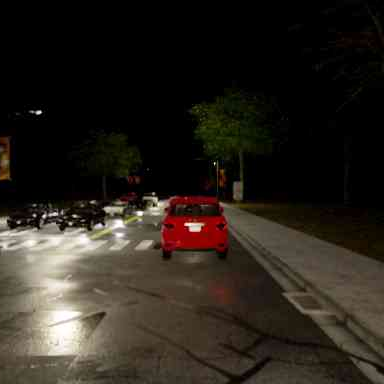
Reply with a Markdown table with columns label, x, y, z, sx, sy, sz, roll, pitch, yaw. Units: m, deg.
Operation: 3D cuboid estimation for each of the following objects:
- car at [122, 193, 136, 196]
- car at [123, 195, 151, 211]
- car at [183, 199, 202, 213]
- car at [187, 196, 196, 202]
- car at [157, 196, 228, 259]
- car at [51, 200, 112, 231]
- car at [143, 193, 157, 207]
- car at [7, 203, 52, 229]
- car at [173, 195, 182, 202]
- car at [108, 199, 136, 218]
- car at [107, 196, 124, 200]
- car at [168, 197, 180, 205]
| label | x | y | z | sx | sy | sz | roll | pitch | yaw |
| --- | --- | --- | --- | --- | --- | --- | --- | --- | --- |
| car | -9.768 | 1.186 | 51.253 | 2.150 | 2.045 | 5.566 | 0 | 0 | 0 |
| car | -6.552 | 1.471 | 40.109 | 1.837 | 1.490 | 4.892 | 0 | 0 | 0 |
| car | 0.087 | 1.514 | 38.035 | 2.033 | 1.411 | 5.357 | 0 | 0 | 0 |
| car | -0.026 | 1.516 | 75.507 | 1.994 | 1.385 | 4.181 | 0 | 0 | 0 |
| car | 0.093 | 1.207 | 12.669 | 2.150 | 2.045 | 5.566 | 0 | 0 | 0 |
| car | -6.603 | 1.483 | 20.524 | 1.837 | 1.490 | 4.892 | 0 | 0 | 0 |
| car | -6.538 | 1.187 | 50.784 | 2.150 | 2.045 | 5.566 | 0 | 0 | 0 |
| car | -9.854 | 1.482 | 21.306 | 1.837 | 1.490 | 4.892 | 0 | 0 | 0 |
| car | -3.277 | 1.516 | 76.896 | 1.994 | 1.385 | 4.181 | 0 | 0 | 0 |
| car | -6.600 | 1.572 | 29.781 | 1.895 | 1.301 | 4.718 | 0 | 0 | 0 |
| car | -9.788 | 1.514 | 40.907 | 2.033 | 1.411 | 5.357 | 0 | 0 | 0 |
| car | -3.215 | 1.565 | 59.454 | 1.895 | 1.301 | 4.718 | 0 | 0 | 0 |
